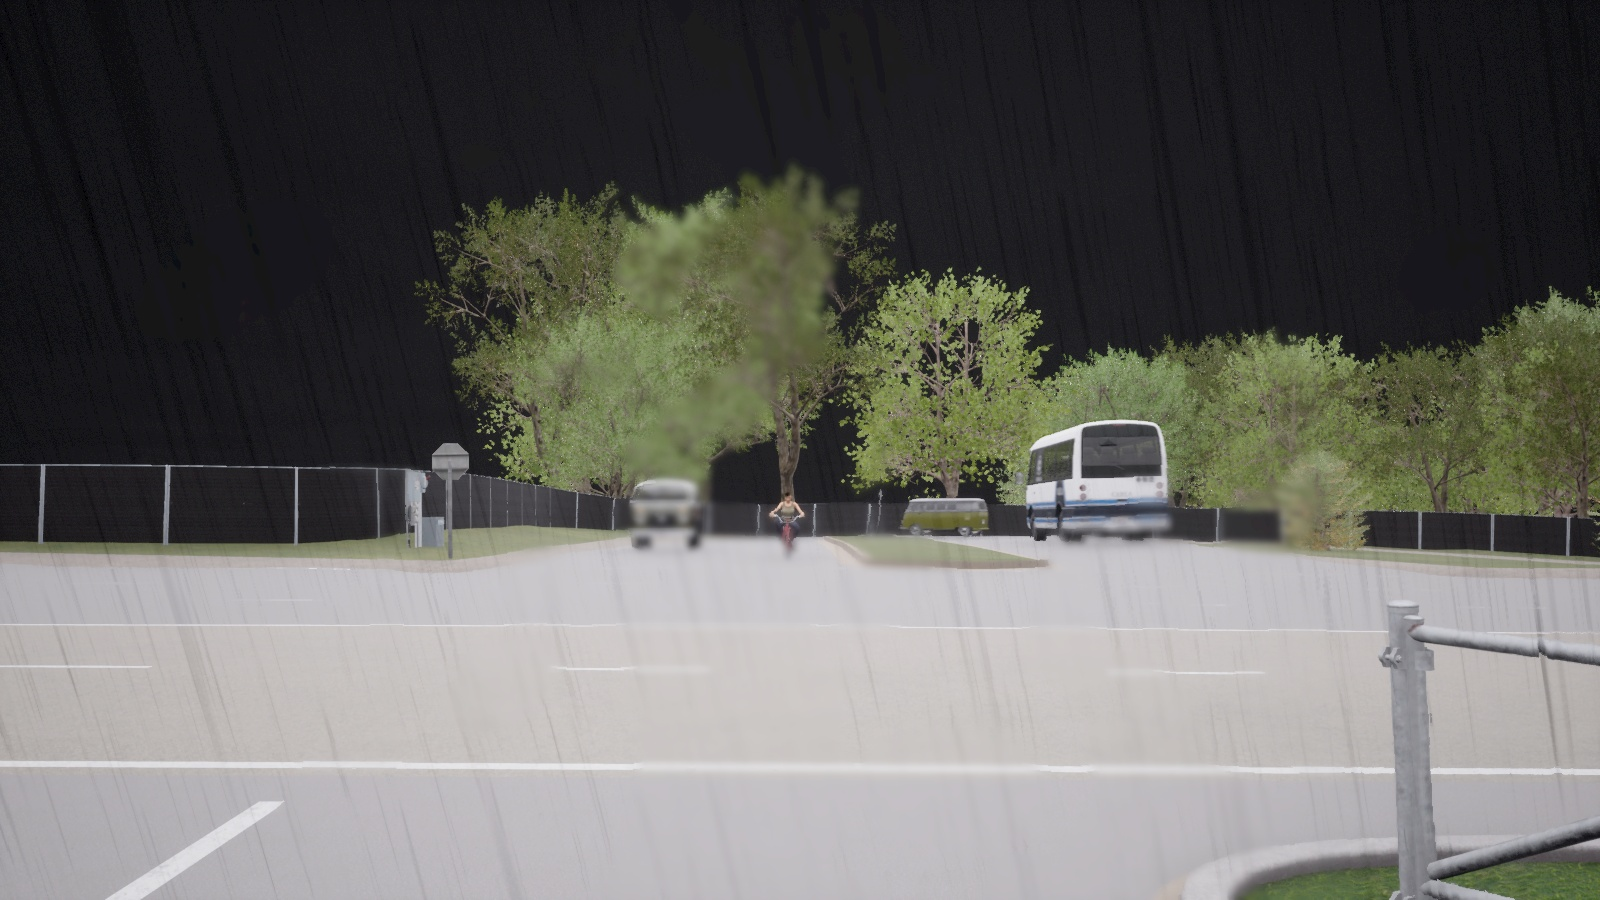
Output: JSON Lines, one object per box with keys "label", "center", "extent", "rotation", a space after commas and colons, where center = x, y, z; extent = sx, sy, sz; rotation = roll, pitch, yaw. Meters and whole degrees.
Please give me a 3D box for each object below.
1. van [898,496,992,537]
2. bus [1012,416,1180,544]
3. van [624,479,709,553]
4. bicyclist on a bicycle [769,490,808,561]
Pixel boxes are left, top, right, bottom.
{"label": "van", "center": [7.425, 3.417, 64.389], "extent": [4.442, 1.987, 1.775], "rotation": [-3, -3, 27]}
{"label": "bus", "center": [10.960, 1.301, 47.996], "extent": [3.944, 4.253, 10.273], "rotation": [-2, -3, 0]}
{"label": "van", "center": [-3.895, 1.966, 37.225], "extent": [2.069, 2.038, 4.480], "rotation": [-1, -3, -1]}
{"label": "bicyclist on a bicycle", "center": [-0.272, 1.767, 29.686], "extent": [0.866, 1.612, 1.509], "rotation": [-1, -2, 0]}
